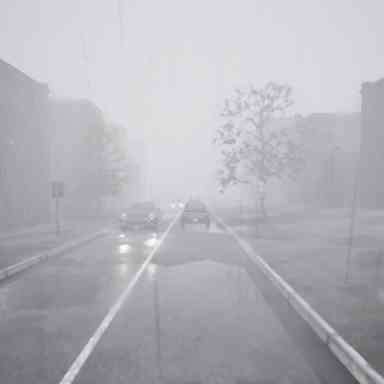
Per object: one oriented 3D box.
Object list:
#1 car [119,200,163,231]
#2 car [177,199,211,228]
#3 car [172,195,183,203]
[{"bbox_3d":[-2.993,1.338,20.277,2.097,1.767,4.553,0,0,0],"label":"car"},{"bbox_3d":[0.216,1.477,22.263,2.128,1.511,4.902,0,0,0],"label":"car"},{"bbox_3d":[-2.676,1.326,61.848,1.895,1.301,4.718,0,2,1],"label":"car"}]
